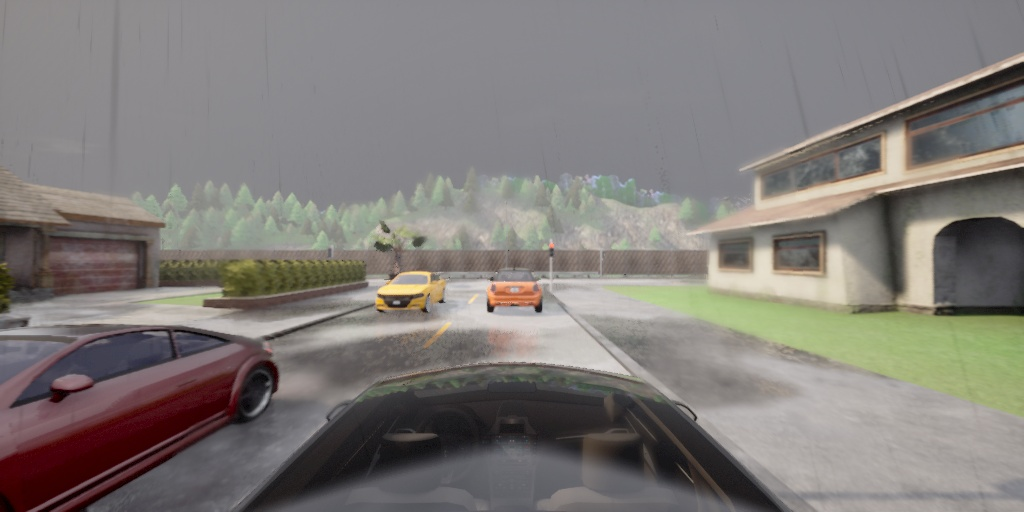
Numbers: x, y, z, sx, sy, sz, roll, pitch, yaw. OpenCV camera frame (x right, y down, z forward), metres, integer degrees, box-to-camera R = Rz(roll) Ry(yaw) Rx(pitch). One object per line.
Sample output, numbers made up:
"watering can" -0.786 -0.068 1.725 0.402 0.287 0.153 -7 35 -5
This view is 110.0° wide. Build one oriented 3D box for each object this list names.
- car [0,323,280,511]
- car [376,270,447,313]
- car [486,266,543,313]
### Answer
"car" -4.082 1.330 3.032 1.994 1.385 4.181 0 -1 1
"car" -4.020 1.394 15.021 1.882 1.535 5.008 0 -1 0
"car" 0.093 1.270 15.140 2.097 1.767 4.553 0 -1 0
